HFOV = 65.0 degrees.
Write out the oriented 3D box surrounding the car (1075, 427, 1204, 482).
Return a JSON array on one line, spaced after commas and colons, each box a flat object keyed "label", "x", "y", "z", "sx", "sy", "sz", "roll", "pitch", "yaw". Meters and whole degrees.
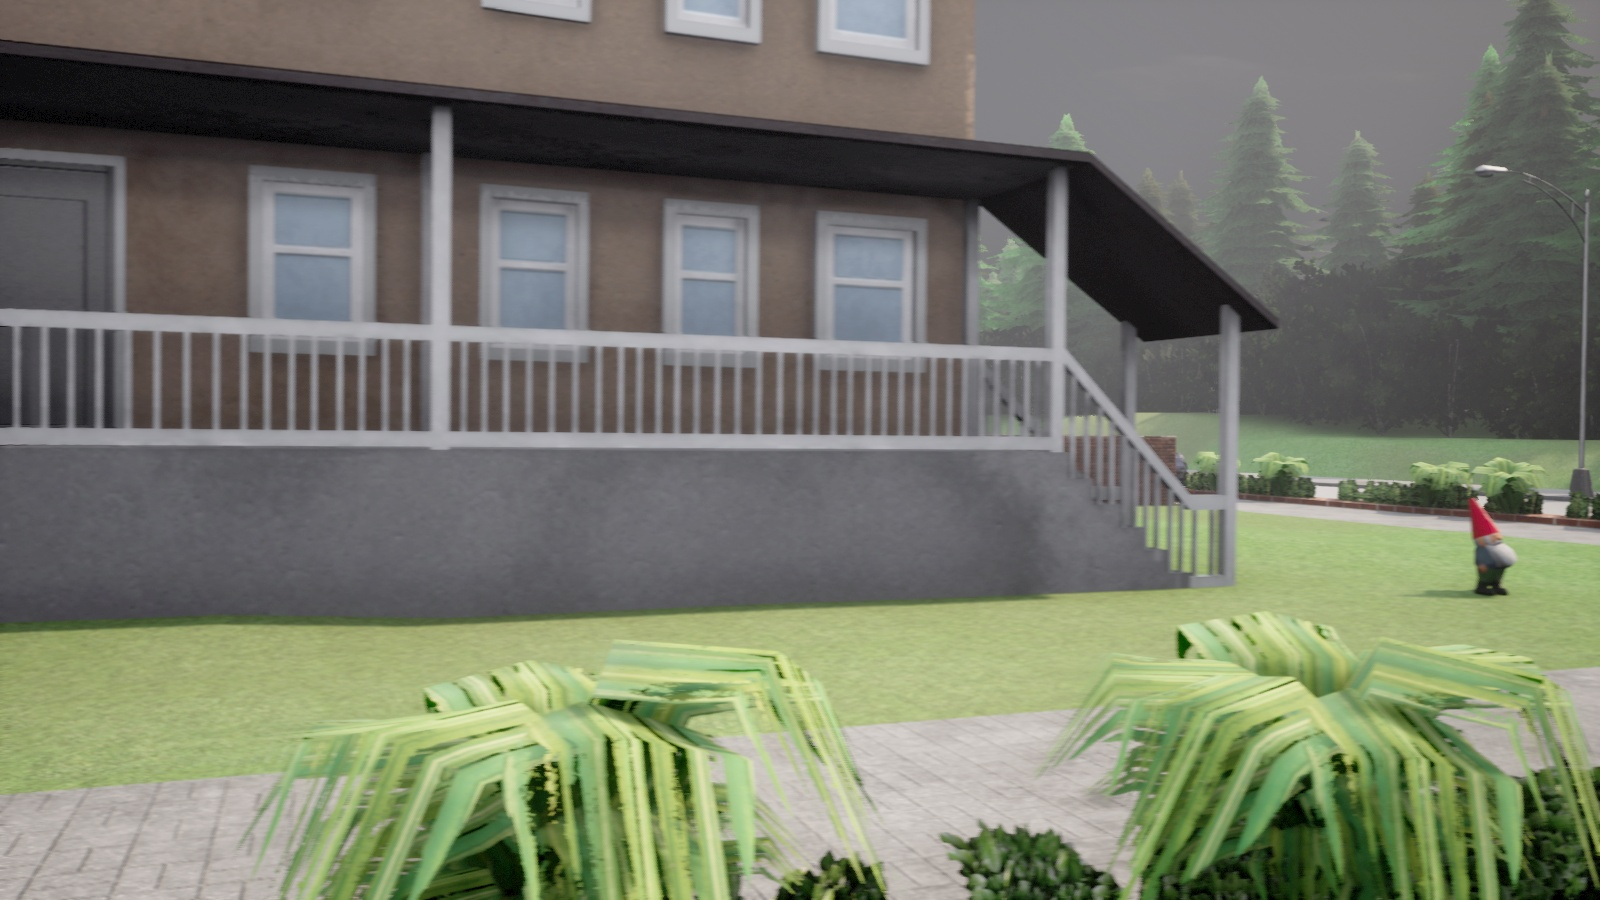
[{"label": "car", "x": 9.872, "y": 0.107, "z": 36.770, "sx": 1.845, "sy": 1.501, "sz": 3.633, "roll": -1, "pitch": 1, "yaw": -21}]
